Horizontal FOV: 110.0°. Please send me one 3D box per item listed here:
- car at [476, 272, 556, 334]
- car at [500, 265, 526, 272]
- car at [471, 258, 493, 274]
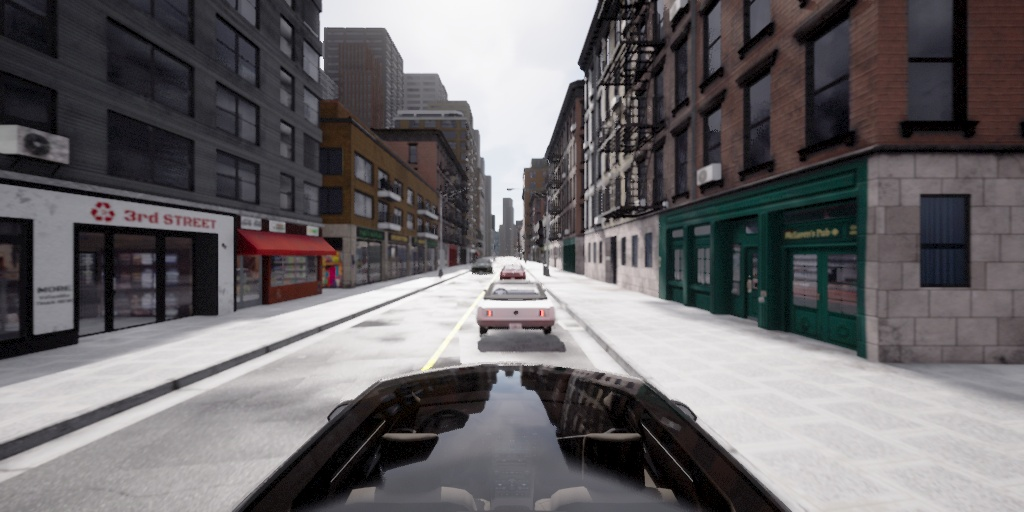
[{"bbox_3d":[0.083,1.334,10.459,1.895,1.301,4.718,0,0,0],"label":"car"},{"bbox_3d":[0.052,1.298,27.277,1.895,1.301,4.718,0,0,0],"label":"car"},{"bbox_3d":[-3.164,1.023,38.754,2.097,1.767,4.553,0,0,0],"label":"car"}]
